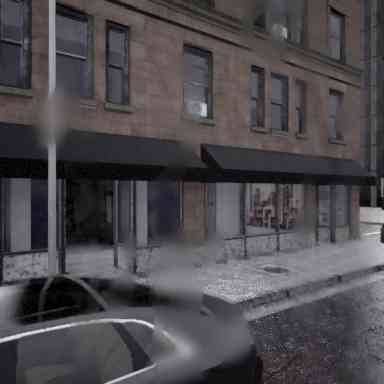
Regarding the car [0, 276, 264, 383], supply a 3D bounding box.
[{"bbox_3d":[-1.636,1.505,2.221,4.892,1.490,1.837,0,0,-35],"label":"car"}]
